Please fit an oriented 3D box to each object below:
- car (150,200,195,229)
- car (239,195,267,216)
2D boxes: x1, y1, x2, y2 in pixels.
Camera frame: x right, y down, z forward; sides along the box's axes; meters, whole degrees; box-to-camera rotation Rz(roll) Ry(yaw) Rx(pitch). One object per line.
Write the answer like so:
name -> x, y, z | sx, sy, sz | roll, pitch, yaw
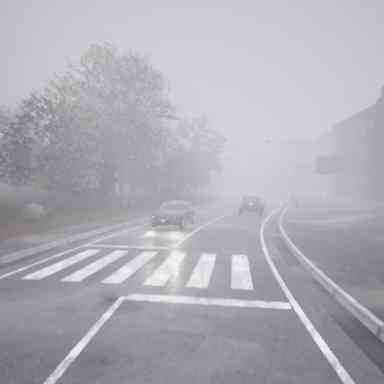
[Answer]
car -> -1.043, 1.310, 20.371 | 1.837, 1.490, 4.892 | 1, 0, 13
car -> 5.611, 1.092, 30.381 | 2.097, 1.767, 4.553 | 1, 1, 17
